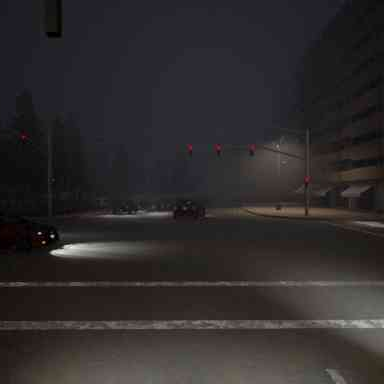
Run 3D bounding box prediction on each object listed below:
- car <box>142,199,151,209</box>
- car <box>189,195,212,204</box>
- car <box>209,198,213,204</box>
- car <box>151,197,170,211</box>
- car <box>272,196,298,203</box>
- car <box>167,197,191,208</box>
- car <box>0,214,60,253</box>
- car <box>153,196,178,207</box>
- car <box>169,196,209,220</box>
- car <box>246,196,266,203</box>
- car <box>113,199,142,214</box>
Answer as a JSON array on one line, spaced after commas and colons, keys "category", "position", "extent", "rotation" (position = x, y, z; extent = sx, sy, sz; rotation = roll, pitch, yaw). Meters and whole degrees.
[{"category": "car", "position": [-6.398, 1.601, 44.125], "extent": [1.895, 1.301, 4.718], "rotation": [0, 0, 6]}, {"category": "car", "position": [1.672, 1.488, 65.776], "extent": [2.128, 1.511, 4.902], "rotation": [0, 0, 36]}, {"category": "car", "position": [2.003, 1.601, 59.585], "extent": [1.895, 1.301, 4.718], "rotation": [0, 0, 31]}, {"category": "car", "position": [-3.208, 1.491, 40.629], "extent": [2.128, 1.511, 4.902], "rotation": [0, 0, 4]}, {"category": "car", "position": [18.520, 1.478, 67.542], "extent": [5.008, 1.535, 1.882], "rotation": [0, 0, -33]}, {"category": "car", "position": [-1.891, 1.547, 50.358], "extent": [2.033, 1.411, 5.357], "rotation": [0, 0, 15]}, {"category": "car", "position": [-7.526, 1.573, 13.180], "extent": [4.181, 1.385, 1.994], "rotation": [0, 0, 0]}, {"category": "car", "position": [-4.269, 1.491, 53.968], "extent": [2.128, 1.511, 4.902], "rotation": [0, 0, 20]}, {"category": "car", "position": [-0.168, 1.363, 29.085], "extent": [2.097, 1.767, 4.553], "rotation": [0, 1, 12]}, {"category": "car", "position": [13.156, 1.477, 68.031], "extent": [5.008, 1.535, 1.882], "rotation": [0, 0, -41]}, {"category": "car", "position": [-6.945, 1.526, 35.047], "extent": [1.812, 1.442, 4.674], "rotation": [0, 0, 2]}]
